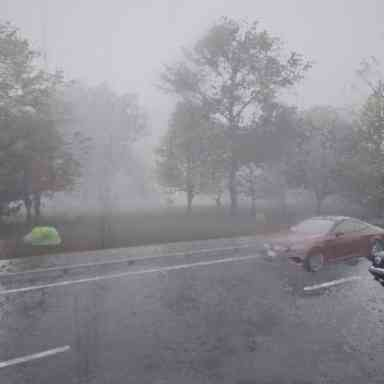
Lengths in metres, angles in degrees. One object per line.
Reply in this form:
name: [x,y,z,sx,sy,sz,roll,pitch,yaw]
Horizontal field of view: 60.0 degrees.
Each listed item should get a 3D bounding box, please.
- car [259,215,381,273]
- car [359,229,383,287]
car: [4.292,1.503,10.642,4.674,1.442,1.812,0,0,-30]
car: [6.314,1.592,7.805,4.718,1.301,1.895,0,0,-30]
